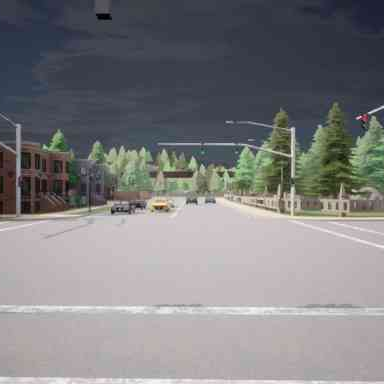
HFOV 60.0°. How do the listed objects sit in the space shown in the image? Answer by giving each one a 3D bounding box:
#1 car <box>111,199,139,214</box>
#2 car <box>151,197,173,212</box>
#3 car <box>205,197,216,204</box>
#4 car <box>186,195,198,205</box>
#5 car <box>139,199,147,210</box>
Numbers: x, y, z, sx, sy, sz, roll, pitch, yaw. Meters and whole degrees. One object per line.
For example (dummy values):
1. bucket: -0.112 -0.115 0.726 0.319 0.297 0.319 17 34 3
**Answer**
1. car: -7.120 1.564 34.763 1.994 1.385 4.181 0 0 0
2. car: -3.619 1.478 38.737 1.882 1.535 5.008 0 0 0
3. car: 3.559 1.564 65.109 1.994 1.385 4.181 0 0 0
4. car: -0.039 1.352 60.130 2.097 1.767 4.553 0 0 0
5. car: -7.114 1.601 43.515 1.895 1.301 4.718 0 0 0
